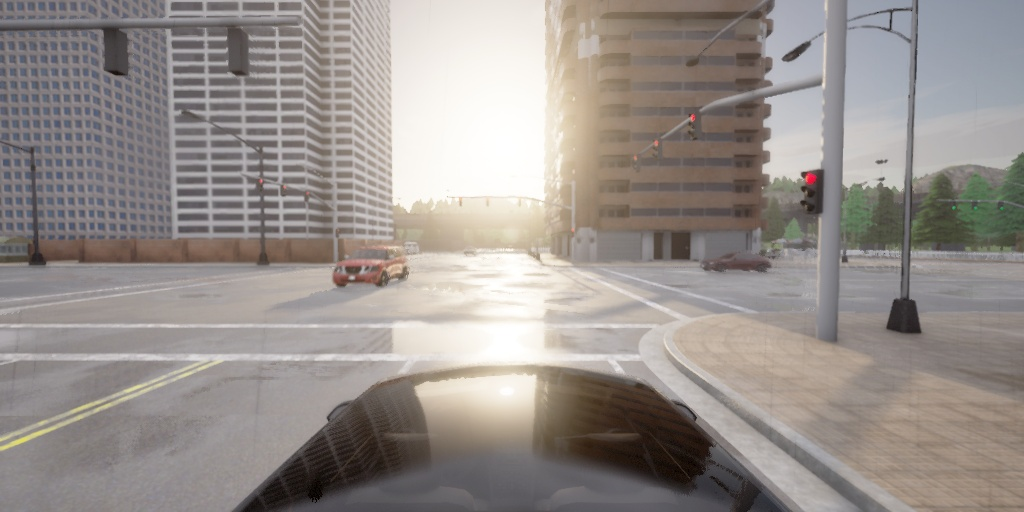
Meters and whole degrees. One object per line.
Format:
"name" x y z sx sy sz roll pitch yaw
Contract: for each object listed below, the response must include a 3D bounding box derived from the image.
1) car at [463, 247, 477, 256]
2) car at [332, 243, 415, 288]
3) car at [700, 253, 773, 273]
"car" -7.010 -0.808 59.961 1.837 1.490 4.892 0 2 0
"car" -7.001 0.498 18.441 2.150 2.045 5.566 0 2 0
"car" 16.097 0.469 25.803 4.674 1.442 1.812 0 2 0
